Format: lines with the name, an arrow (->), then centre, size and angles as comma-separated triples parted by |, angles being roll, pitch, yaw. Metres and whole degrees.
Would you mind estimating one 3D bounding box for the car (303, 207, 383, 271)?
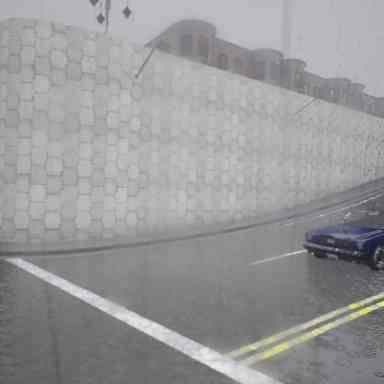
car -> 5.465, 1.186, 9.858 | 4.718, 1.301, 1.895 | -6, 4, -33
